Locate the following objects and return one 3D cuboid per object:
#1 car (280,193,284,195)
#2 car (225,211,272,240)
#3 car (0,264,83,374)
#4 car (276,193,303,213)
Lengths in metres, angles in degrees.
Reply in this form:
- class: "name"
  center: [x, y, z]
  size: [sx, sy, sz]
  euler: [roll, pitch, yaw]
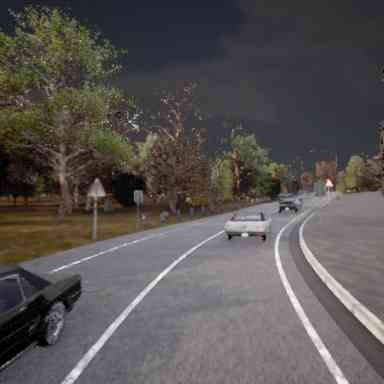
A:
- class: "car"
  center: [14.053, 0.938, 50.206]
  size: [2.128, 1.511, 4.902]
  euler: [-2, 1, 26]
- class: "car"
  center: [3.038, 1.634, 17.131]
  size: [1.895, 1.301, 4.718]
  euler: [-1, 0, 17]
- class: "car"
  center: [-3.028, 1.606, 3.658]
  size: [1.895, 1.301, 4.718]
  euler: [0, 0, 5]
- class: "car"
  center: [10.158, 1.280, 34.164]
  size: [1.837, 1.490, 4.892]
  euler: [-2, 1, 25]
